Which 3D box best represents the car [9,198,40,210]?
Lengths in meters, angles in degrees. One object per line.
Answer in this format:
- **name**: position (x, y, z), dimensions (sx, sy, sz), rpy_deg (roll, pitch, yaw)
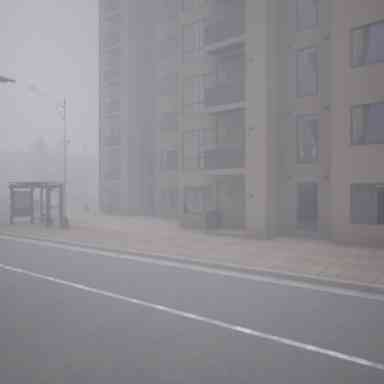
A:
- **car**: position (-17.259, 1.458, 36.382), dimensions (1.837, 1.490, 4.892), rpy_deg (0, 0, 36)
